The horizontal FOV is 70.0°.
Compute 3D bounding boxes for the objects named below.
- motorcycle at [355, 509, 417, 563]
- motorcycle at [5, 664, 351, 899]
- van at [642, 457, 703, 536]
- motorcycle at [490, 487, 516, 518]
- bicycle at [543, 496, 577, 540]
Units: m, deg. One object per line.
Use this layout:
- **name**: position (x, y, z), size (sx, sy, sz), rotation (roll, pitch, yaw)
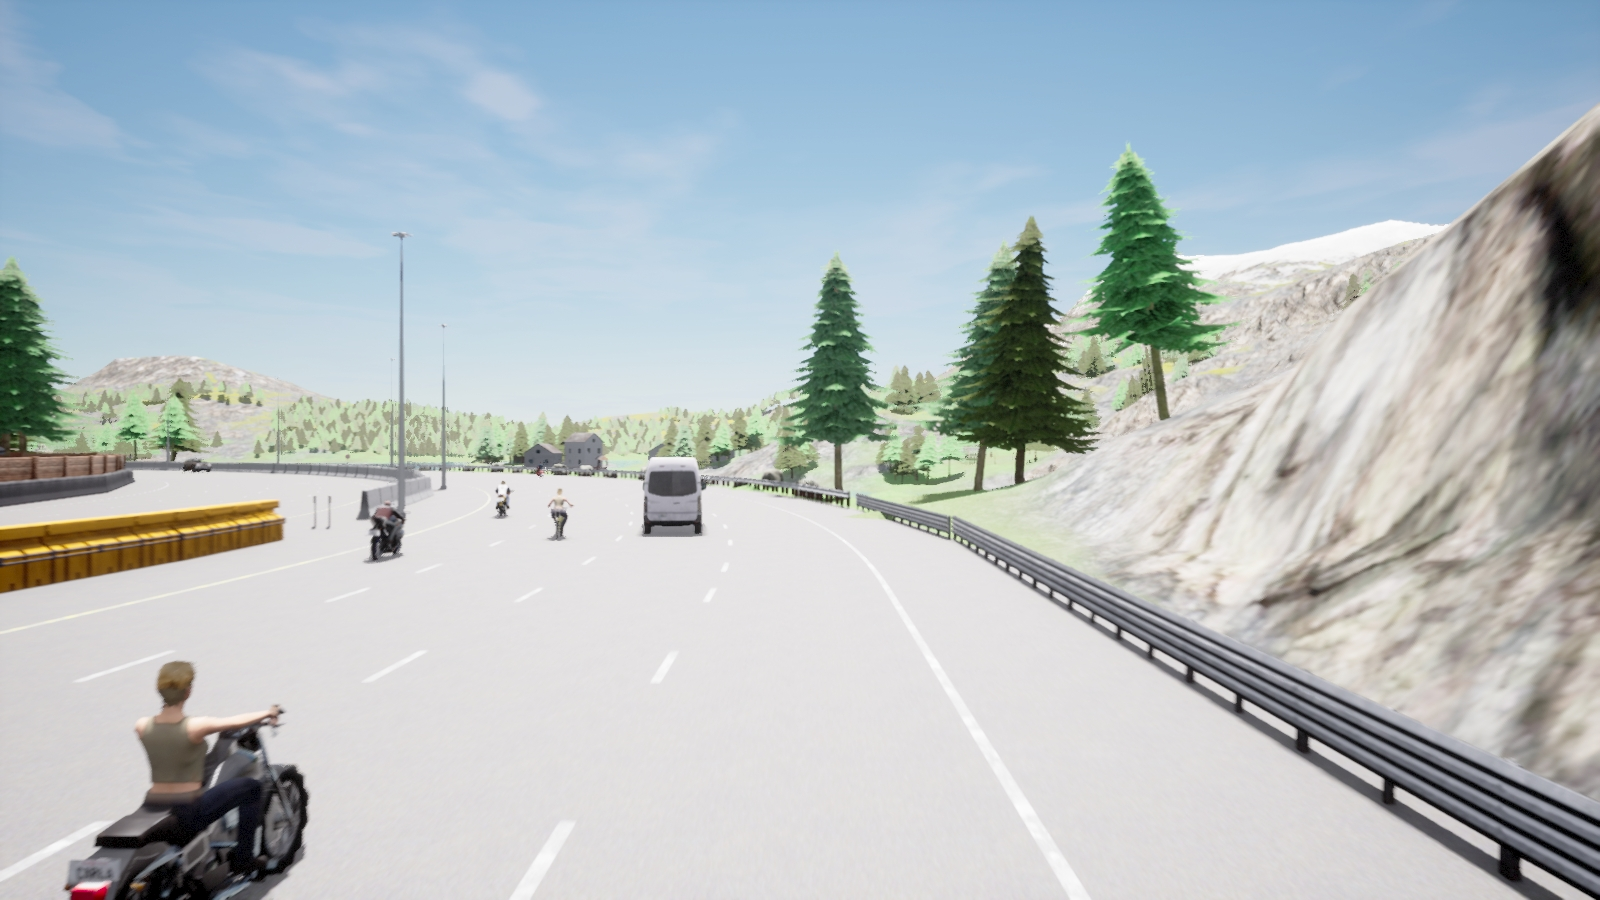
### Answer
- **motorcycle**: position (-10.709, 2.205, 29.631), size (0.867, 1.251, 2.209), rotation (0, 0, -2)
- **motorcycle**: position (-3.500, 2.145, 6.757), size (0.764, 1.325, 2.356), rotation (0, 0, 0)
- **van**: position (-4.459, 1.534, 40.381), size (1.988, 2.561, 5.915), rotation (0, 0, -5)
- **motorcycle**: position (-12.413, 2.176, 47.791), size (0.803, 1.217, 2.033), rotation (0, 0, -8)
- **bicycle**: position (-7.592, 2.148, 36.141), size (0.859, 1.295, 1.487), rotation (0, 0, -4)
